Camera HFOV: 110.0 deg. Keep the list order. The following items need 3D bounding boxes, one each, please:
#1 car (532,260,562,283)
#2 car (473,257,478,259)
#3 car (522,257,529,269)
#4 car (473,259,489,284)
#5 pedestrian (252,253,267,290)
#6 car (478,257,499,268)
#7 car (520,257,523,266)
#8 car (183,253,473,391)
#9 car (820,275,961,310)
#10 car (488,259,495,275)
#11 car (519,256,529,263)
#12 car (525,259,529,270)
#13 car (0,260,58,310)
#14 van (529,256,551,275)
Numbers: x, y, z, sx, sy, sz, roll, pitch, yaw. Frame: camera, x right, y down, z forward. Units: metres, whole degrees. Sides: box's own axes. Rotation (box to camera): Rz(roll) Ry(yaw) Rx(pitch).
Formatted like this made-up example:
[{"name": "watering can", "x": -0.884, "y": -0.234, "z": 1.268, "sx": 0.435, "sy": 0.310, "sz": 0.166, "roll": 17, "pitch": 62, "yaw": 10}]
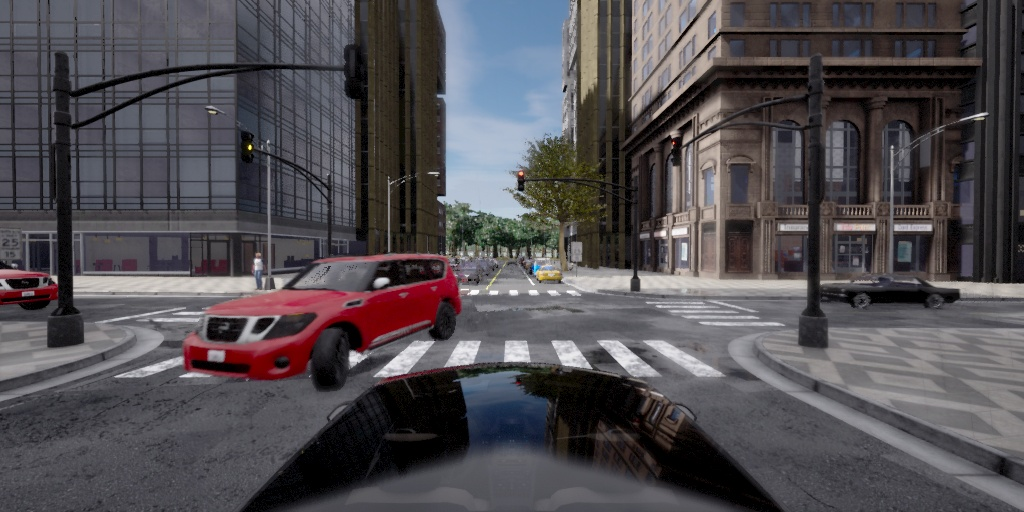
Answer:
[{"name": "car", "x": 2.732, "y": 1.254, "z": 27.178, "sx": 1.751, "sy": 1.417, "sz": 4.829, "roll": 0, "pitch": 0, "yaw": 0}, {"name": "car", "x": -5.813, "y": 1.011, "z": 44.030, "sx": 2.192, "sy": 1.841, "sz": 5.009, "roll": 0, "pitch": 0, "yaw": 0}, {"name": "car", "x": 2.705, "y": 1.207, "z": 49.897, "sx": 1.751, "sy": 1.417, "sz": 4.829, "roll": 0, "pitch": 0, "yaw": 0}, {"name": "car", "x": -3.135, "y": 1.220, "z": 26.500, "sx": 2.128, "sy": 1.511, "sz": 4.902, "roll": 0, "pitch": 0, "yaw": 1}, {"name": "pedestrian", "x": -12.542, "y": 0.741, "z": 17.809, "sx": 0.375, "sy": 1.860, "sz": 0.375, "roll": 0, "pitch": 0, "yaw": 0}, {"name": "car", "x": -3.140, "y": 1.182, "z": 46.434, "sx": 2.128, "sy": 1.511, "sz": 4.902, "roll": 0, "pitch": 0, "yaw": 0}, {"name": "car", "x": 2.699, "y": 1.212, "z": 55.406, "sx": 1.888, "sy": 1.381, "sz": 4.507, "roll": 0, "pitch": 0, "yaw": 0}, {"name": "car", "x": -3.041, "y": 0.972, "z": 7.355, "sx": 2.150, "sy": 2.045, "sz": 5.566, "roll": -2, "pitch": -1, "yaw": 19}, {"name": "car", "x": 15.191, "y": 1.447, "z": 14.867, "sx": 4.718, "sy": 1.301, "sz": 1.895, "roll": 0, "pitch": 1, "yaw": 0}, {"name": "car", "x": -3.134, "y": 1.260, "z": 36.323, "sx": 2.033, "sy": 1.411, "sz": 5.357, "roll": 0, "pitch": 0, "yaw": 0}, {"name": "car", "x": 2.692, "y": 1.201, "z": 61.085, "sx": 2.007, "sy": 1.370, "sz": 4.403, "roll": 0, "pitch": 0, "yaw": 0}, {"name": "car", "x": 2.719, "y": 1.274, "z": 38.368, "sx": 1.948, "sy": 1.339, "sz": 4.313, "roll": 0, "pitch": 0, "yaw": 0}, {"name": "car", "x": -18.386, "y": 0.841, "z": 11.553, "sx": 5.566, "sy": 2.045, "sz": 2.150, "roll": 1, "pitch": 1, "yaw": 0}, {"name": "van", "x": 2.726, "y": 1.060, "z": 32.688, "sx": 1.690, "sy": 1.789, "sz": 3.998, "roll": 0, "pitch": 0, "yaw": 0}]
